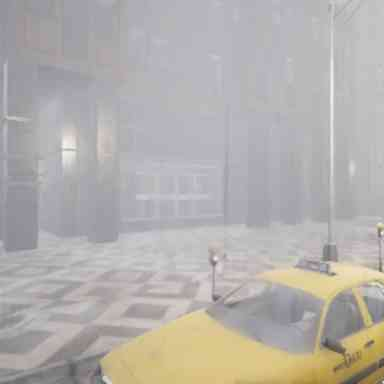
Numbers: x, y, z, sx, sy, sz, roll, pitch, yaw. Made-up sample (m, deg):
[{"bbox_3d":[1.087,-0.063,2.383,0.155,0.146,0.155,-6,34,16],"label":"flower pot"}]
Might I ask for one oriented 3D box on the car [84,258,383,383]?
[{"bbox_3d":[1.268,1.519,3.864,4.829,1.417,1.752,0,0,-35],"label":"car"}]
